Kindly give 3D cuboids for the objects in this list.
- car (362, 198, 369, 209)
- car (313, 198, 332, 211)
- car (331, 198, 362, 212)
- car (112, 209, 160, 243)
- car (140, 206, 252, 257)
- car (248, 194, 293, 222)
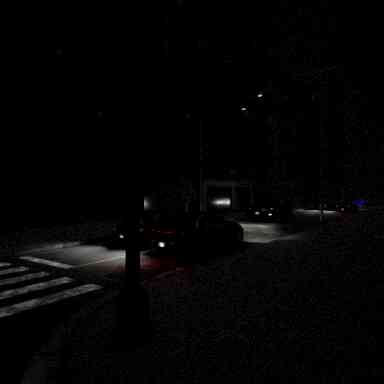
[{"bbox_3d":[23.589,1.536,46.749,1.812,1.442,4.674,0,0,35],"label":"car"},{"bbox_3d":[16.561,1.498,41.468,1.837,1.490,4.892,0,0,35],"label":"car"},{"bbox_3d":[17.840,1.605,38.352,1.895,1.301,4.718,0,0,35],"label":"car"},{"bbox_3d":[-1.567,1.519,15.361,1.812,1.442,4.674,0,0,33],"label":"car"},{"bbox_3d":[0.361,1.510,13.147,1.837,1.490,4.892,0,0,35],"label":"car"},{"bbox_3d":[6.385,1.214,26.874,2.150,2.045,5.566,0,0,35],"label":"car"}]
